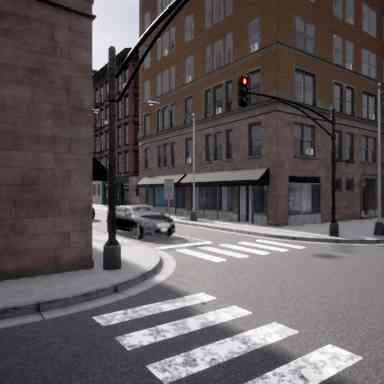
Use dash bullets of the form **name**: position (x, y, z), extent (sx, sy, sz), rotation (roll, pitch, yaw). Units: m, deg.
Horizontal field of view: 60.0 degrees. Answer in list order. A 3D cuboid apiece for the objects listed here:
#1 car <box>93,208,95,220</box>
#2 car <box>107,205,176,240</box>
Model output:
- **car**: position (-9.115, 1.323, 25.837), extent (1.882, 1.535, 5.008), rotation (0, 0, -36)
- **car**: position (-2.682, 1.406, 16.820), extent (2.128, 1.511, 4.902), rotation (0, 0, -36)
